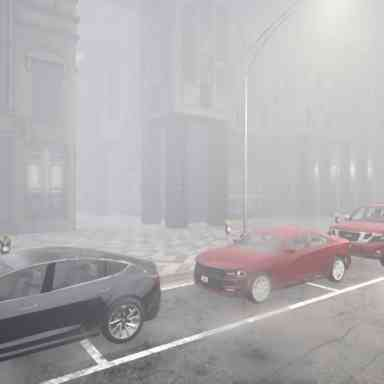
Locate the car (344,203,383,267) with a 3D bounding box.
[{"bbox_3d":[6.671,1.316,11.420,5.009,1.841,2.192,0,0,-36],"label":"car"}]

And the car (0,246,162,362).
[{"bbox_3d":[-2.498,1.566,4.864,4.313,1.339,1.947,0,0,-36],"label":"car"}]

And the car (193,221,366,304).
[{"bbox_3d":[2.086,1.545,8.142,4.507,1.381,1.887,0,0,-36],"label":"car"}]
